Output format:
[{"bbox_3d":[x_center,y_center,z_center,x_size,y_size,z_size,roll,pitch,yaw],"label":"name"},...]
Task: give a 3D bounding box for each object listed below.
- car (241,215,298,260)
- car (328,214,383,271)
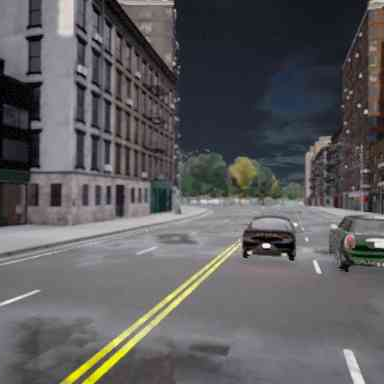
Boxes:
[{"bbox_3d":[3.243,1.689,13.626,1.882,1.535,5.008,0,0,17],"label":"car"},{"bbox_3d":[5.996,1.557,11.510,2.097,1.767,4.553,0,-1,17],"label":"car"}]
